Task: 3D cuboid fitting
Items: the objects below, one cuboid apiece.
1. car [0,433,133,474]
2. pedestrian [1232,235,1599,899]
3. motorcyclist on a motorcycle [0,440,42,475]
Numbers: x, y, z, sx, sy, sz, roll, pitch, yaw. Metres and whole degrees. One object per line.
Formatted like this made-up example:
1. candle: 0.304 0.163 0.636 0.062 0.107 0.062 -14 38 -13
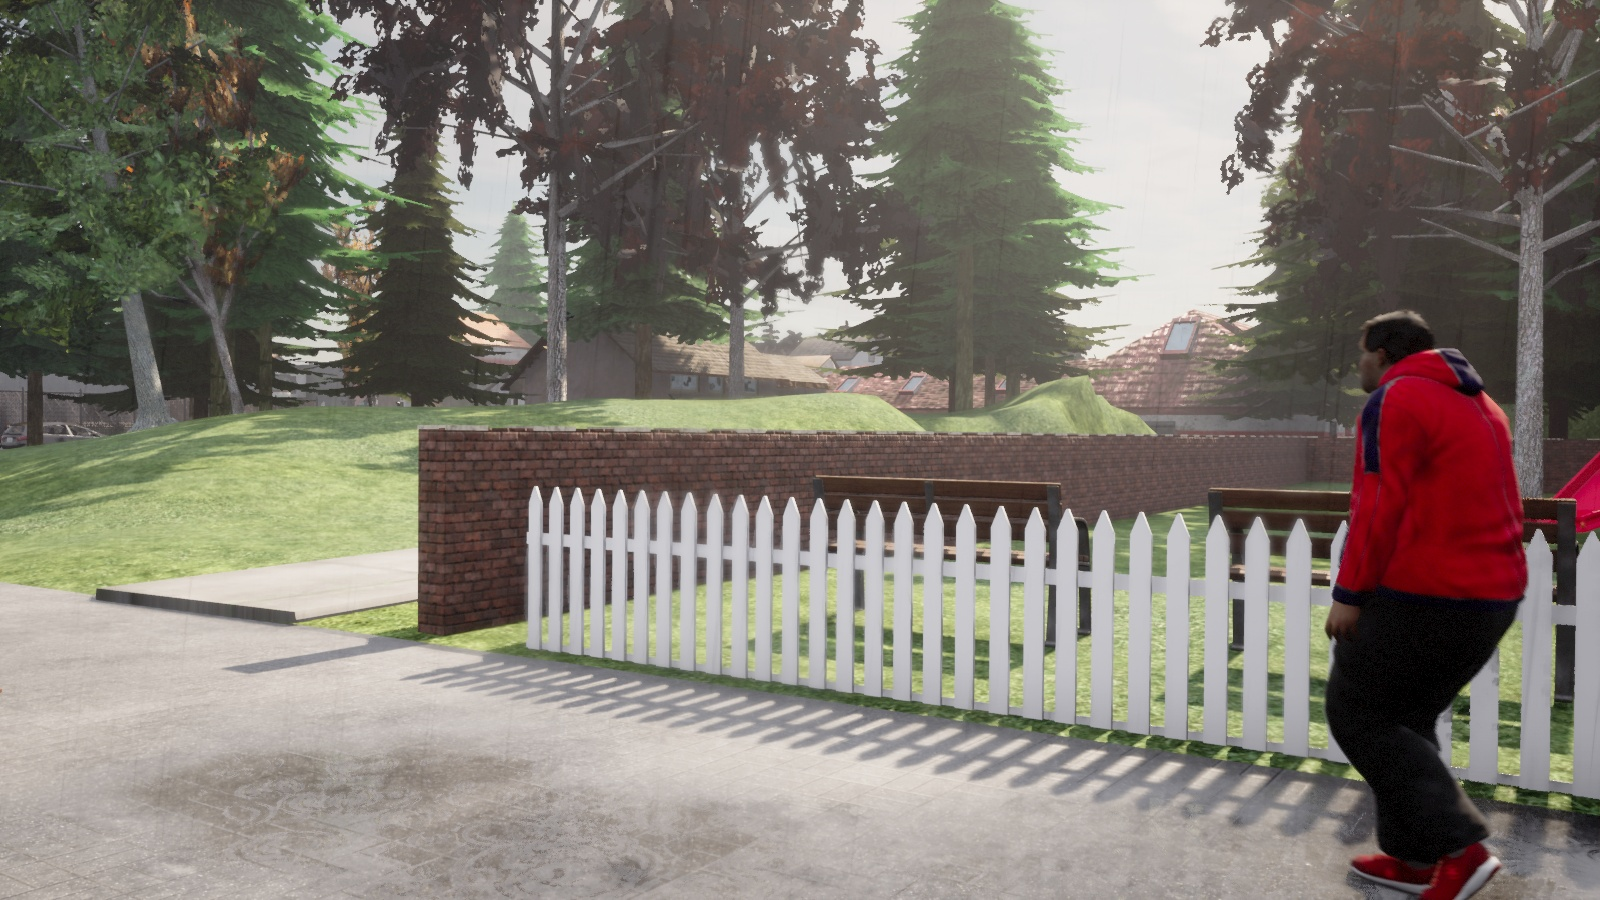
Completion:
1. car: -31.537 0.125 53.893 2.242 1.667 4.611 0 1 33
2. pedestrian: 1.864 0.373 3.717 0.634 1.844 0.899 -1 1 -37
3. motorcyclist on a motorcycle: -35.075 0.322 55.801 0.866 1.530 2.191 0 1 34
